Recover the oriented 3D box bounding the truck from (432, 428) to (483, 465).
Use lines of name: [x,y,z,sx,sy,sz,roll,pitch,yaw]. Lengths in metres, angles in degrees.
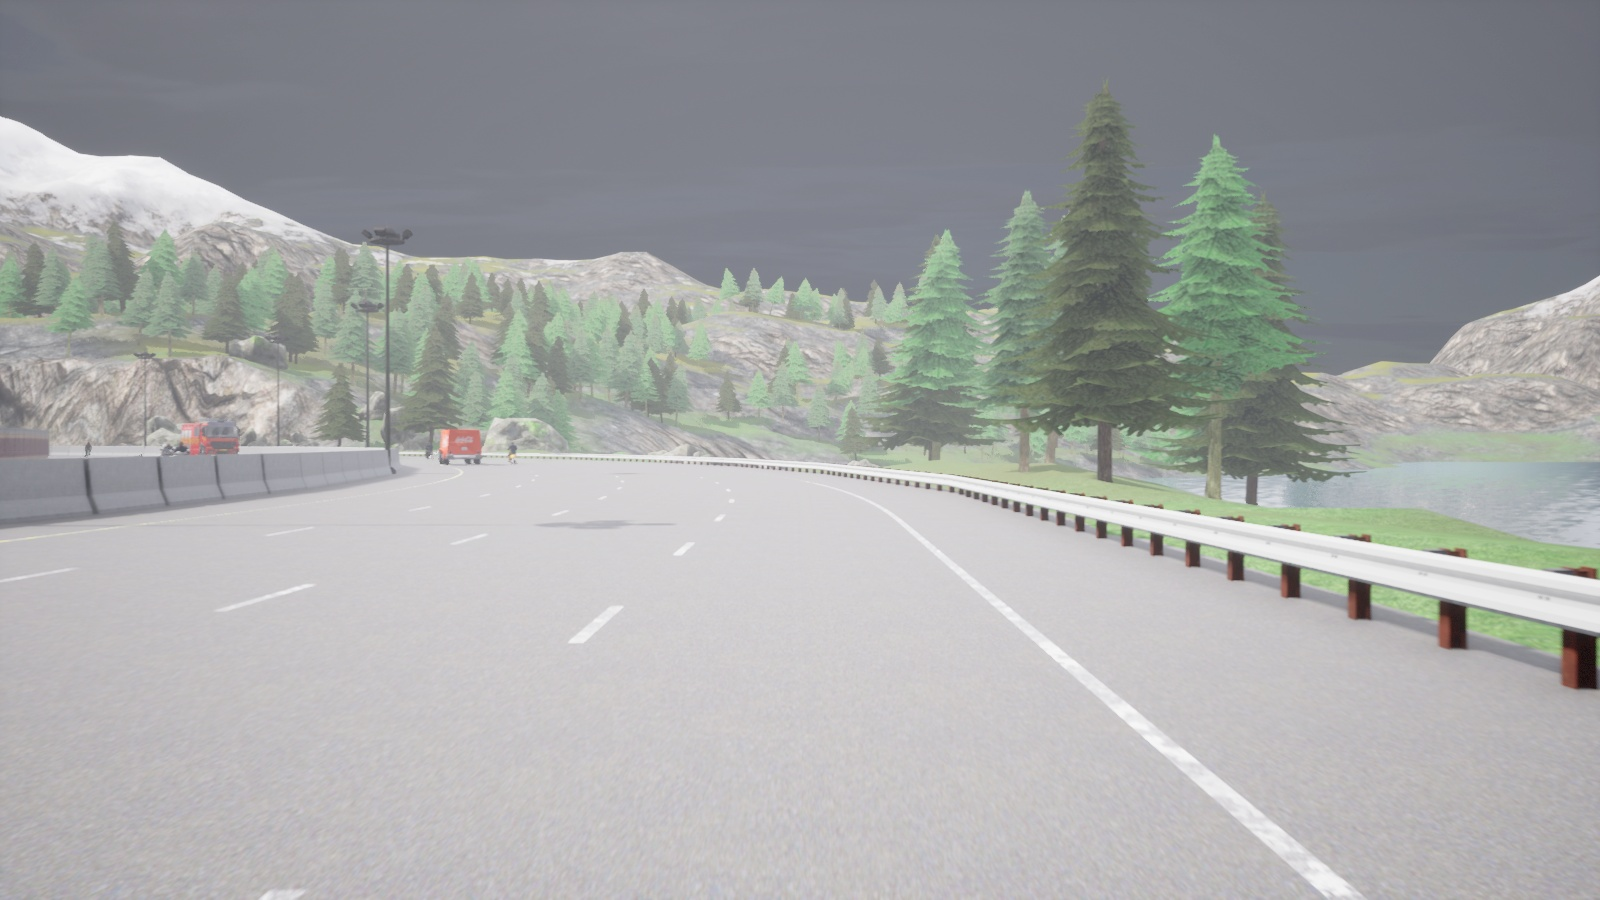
truck: [-23.999,-0.255,87.936,2.627,2.467,5.204,0,0,-25]
